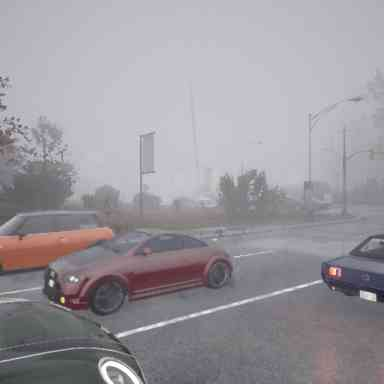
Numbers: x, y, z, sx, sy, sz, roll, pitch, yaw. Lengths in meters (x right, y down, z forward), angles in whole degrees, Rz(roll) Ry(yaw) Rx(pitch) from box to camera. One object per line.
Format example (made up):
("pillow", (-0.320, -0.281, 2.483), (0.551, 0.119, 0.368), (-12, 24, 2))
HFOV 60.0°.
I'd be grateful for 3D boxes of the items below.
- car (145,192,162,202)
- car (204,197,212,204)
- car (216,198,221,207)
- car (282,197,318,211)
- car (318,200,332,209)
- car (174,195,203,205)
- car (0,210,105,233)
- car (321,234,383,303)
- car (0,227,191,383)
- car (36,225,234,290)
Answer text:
("car", (-7.564, 1.021, 60.079), (2.150, 2.045, 5.566), (-1, 0, -38))
("car", (1.279, 1.291, 54.546), (1.812, 1.442, 4.674), (-1, 0, -38))
("car", (5.245, 1.142, 43.967), (2.097, 1.767, 4.553), (-1, 0, -39))
("car", (10.947, 1.291, 36.839), (1.837, 1.490, 4.892), (-1, 0, -39))
("car", (13.580, 1.303, 39.150), (2.033, 1.411, 5.357), (-1, 0, -39))
("car", (-0.969, 1.287, 51.752), (2.128, 1.511, 4.902), (-1, 0, -38))
("car", (-4.478, 1.350, 9.394), (4.553, 1.767, 2.097), (0, 0, -35))
("car", (4.989, 1.573, 7.289), (4.718, 1.301, 1.895), (0, 0, -35))
("car", (-2.483, 1.352, 1.952), (4.553, 1.767, 2.097), (0, 0, -36))
("car", (-1.062, 1.558, 7.526), (4.181, 1.385, 1.994), (0, 0, -35))
